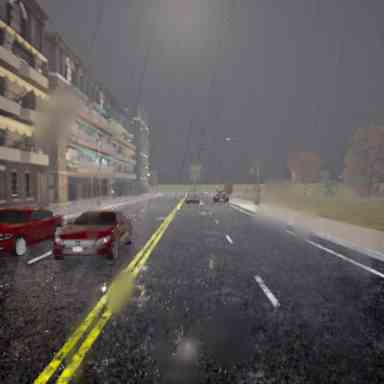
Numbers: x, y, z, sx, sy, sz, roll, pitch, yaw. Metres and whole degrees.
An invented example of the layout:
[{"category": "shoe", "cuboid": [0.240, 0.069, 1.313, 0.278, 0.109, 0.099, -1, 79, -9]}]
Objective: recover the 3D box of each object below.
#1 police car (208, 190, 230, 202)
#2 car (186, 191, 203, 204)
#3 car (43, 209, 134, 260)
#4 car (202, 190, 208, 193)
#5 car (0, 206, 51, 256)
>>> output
[{"category": "police car", "cuboid": [3.248, 0.623, 38.932, 1.930, 1.638, 5.238, 0, 1, 0]}, {"category": "car", "cuboid": [0.098, 0.918, 47.075, 2.033, 1.411, 5.357, 0, 1, 0]}, {"category": "car", "cuboid": [-3.261, 1.367, 11.851, 1.812, 1.442, 4.674, 0, 1, 0]}, {"category": "car", "cuboid": [3.246, 0.096, 77.457, 1.812, 1.442, 4.674, 0, 1, 0]}, {"category": "car", "cuboid": [-6.505, 1.312, 12.490, 1.882, 1.535, 5.008, 0, 0, 0]}]
